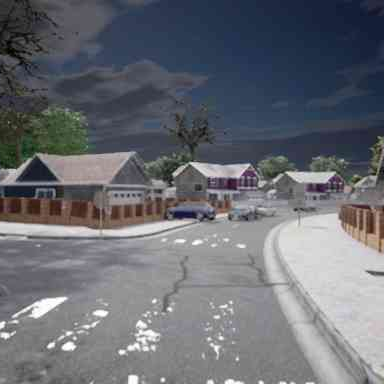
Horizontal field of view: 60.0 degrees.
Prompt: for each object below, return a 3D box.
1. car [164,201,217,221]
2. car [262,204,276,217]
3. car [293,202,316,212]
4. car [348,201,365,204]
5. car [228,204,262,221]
[{"bbox_3d":[-0.243,1.607,28.875,4.553,1.767,2.097,-1,-2,29],"label":"car"},{"bbox_3d":[7.678,2.022,36.371,1.895,1.301,4.718,0,-1,31],"label":"car"},{"bbox_3d":[16.368,2.194,48.332,1.994,1.385,4.181,0,-1,42],"label":"car"},{"bbox_3d":[29.621,2.412,60.344,4.902,1.511,2.128,1,0,-34],"label":"car"},{"bbox_3d":[4.848,1.865,31.100,1.812,1.442,4.674,0,-1,26],"label":"car"}]
